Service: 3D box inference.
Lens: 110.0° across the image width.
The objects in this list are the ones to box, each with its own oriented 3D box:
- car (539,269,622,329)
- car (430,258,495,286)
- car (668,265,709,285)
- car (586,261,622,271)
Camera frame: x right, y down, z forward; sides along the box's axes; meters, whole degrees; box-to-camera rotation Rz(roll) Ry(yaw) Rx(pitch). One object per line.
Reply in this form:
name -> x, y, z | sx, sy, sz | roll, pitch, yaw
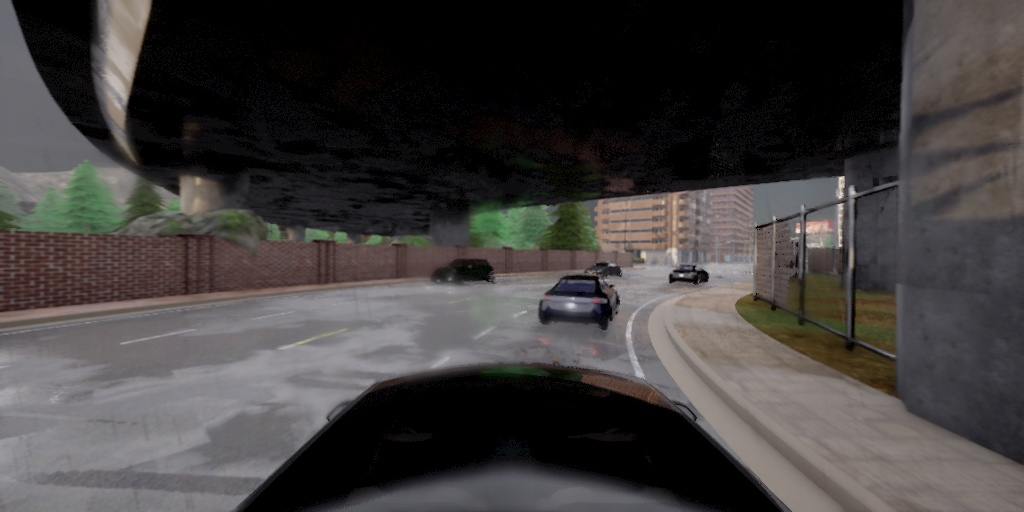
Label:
car -> 2.255, 1.289, 11.378 | 1.994, 1.385, 4.181 | 1, 0, 20
car -> -3.152, 0.931, 23.511 | 2.097, 1.767, 4.553 | 1, 0, 35
car -> 13.237, 1.350, 26.739 | 1.994, 1.385, 4.181 | 1, 0, 41
car -> 8.174, 1.212, 31.941 | 1.812, 1.442, 4.674 | 1, 0, 41
